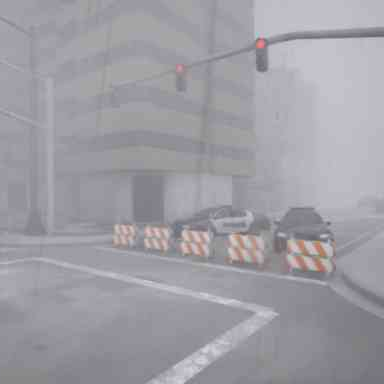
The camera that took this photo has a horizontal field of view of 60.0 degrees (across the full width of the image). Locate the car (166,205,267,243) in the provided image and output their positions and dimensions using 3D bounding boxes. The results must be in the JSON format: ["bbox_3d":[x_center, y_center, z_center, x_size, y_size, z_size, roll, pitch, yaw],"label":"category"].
[{"bbox_3d":[1.220,1.405,15.877,4.974,1.542,2.038,-1,0,-27],"label":"car"}]

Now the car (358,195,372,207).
[{"bbox_3d":[22.922,1.173,43.097,2.038,1.542,4.974,0,0,38],"label":"car"}]

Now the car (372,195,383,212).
[{"bbox_3d":[20.384,1.213,34.268,2.038,1.542,4.974,0,0,38],"label":"car"}]

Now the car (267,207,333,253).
[{"bbox_3d":[4.311,1.387,13.074,2.038,1.542,4.974,0,0,18],"label":"car"}]

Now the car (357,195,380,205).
[{"bbox_3d":[22.952,1.015,43.138,1.853,1.218,4.536,0,0,38],"label":"car"}]

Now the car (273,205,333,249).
[{"bbox_3d":[4.325,1.229,13.124,1.853,1.218,4.536,0,0,18],"label":"car"}]

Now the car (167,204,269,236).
[{"bbox_3d":[1.265,1.247,15.900,4.536,1.218,1.853,-1,0,-27],"label":"car"}]

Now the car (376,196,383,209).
[{"bbox_3d":[20.414,1.055,34.308,1.853,1.218,4.536,0,0,38],"label":"car"}]
